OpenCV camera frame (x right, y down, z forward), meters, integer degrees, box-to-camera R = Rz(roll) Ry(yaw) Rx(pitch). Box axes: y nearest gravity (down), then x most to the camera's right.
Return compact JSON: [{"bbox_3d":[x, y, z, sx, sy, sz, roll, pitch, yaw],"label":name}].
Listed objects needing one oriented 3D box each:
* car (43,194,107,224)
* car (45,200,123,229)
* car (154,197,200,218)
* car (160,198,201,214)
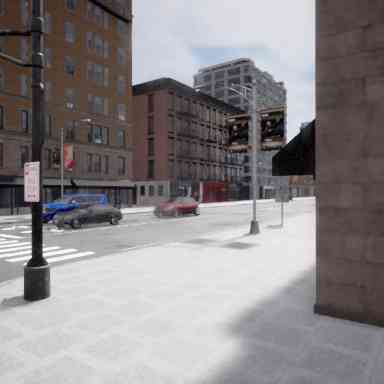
[{"bbox_3d":[-8.543,1.166,24.107,2.150,2.045,5.566,0,0,35],"label":"car"},{"bbox_3d":[-6.542,1.468,21.301,1.812,1.442,4.674,0,0,37],"label":"car"},{"bbox_3d":[-1.263,1.255,28.789,2.097,1.767,4.553,0,0,35],"label":"car"},{"bbox_3d":[-1.125,1.416,34.630,1.812,1.442,4.674,0,0,35],"label":"car"}]
